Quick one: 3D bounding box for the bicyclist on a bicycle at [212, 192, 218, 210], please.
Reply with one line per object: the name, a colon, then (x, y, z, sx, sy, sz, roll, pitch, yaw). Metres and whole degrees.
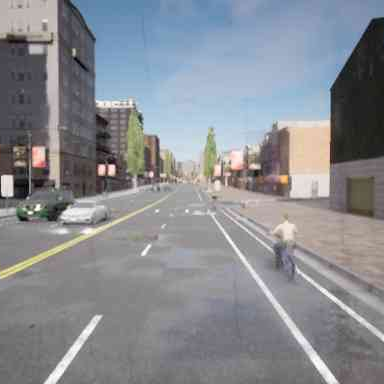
bicyclist on a bicycle: (2.238, 0.877, 32.776, 0.659, 1.776, 1.843, 0, 1, 0)

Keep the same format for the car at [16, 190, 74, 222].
car: (-9.846, 0.891, 23.030, 2.150, 2.045, 5.566, 0, 1, 0)

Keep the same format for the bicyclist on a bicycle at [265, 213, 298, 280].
bicyclist on a bicycle: (2.363, 1.324, 8.528, 0.866, 1.612, 1.509, 0, 0, -2)

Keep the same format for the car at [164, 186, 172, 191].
car: (-6.579, -1.011, 90.164, 1.994, 1.385, 4.181, 0, 2, 0)

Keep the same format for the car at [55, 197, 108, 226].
car: (-6.602, 1.228, 20.863, 1.812, 1.442, 4.674, 0, 1, 0)

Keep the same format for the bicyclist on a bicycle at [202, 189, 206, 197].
bicyclist on a bicycle: (2.346, 0.126, 66.593, 0.866, 1.612, 1.509, 0, 1, -2)

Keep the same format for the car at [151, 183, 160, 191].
car: (-9.829, -1.337, 90.118, 2.150, 2.045, 5.566, 0, 2, 0)
